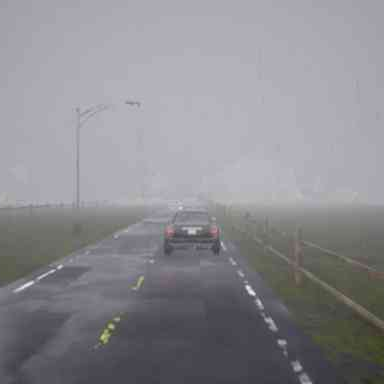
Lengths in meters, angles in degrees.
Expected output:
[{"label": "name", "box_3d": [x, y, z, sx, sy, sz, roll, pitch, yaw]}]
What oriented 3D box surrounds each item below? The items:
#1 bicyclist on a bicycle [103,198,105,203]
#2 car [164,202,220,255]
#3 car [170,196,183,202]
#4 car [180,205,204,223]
[{"label": "bicyclist on a bicycle", "box_3d": [-22.489, 2.296, 85.303, 0.582, 1.620, 1.656, 0, 0, 0]}, {"label": "car", "box_3d": [0.006, 1.484, 14.081, 2.097, 1.767, 4.553, 0, -1, 0]}, {"label": "car", "box_3d": [-2.785, 1.791, 62.491, 2.150, 2.045, 5.566, 0, 0, 1]}, {"label": "car", "box_3d": [0.009, 1.876, 29.114, 1.895, 1.301, 4.718, 0, 0, 0]}]
